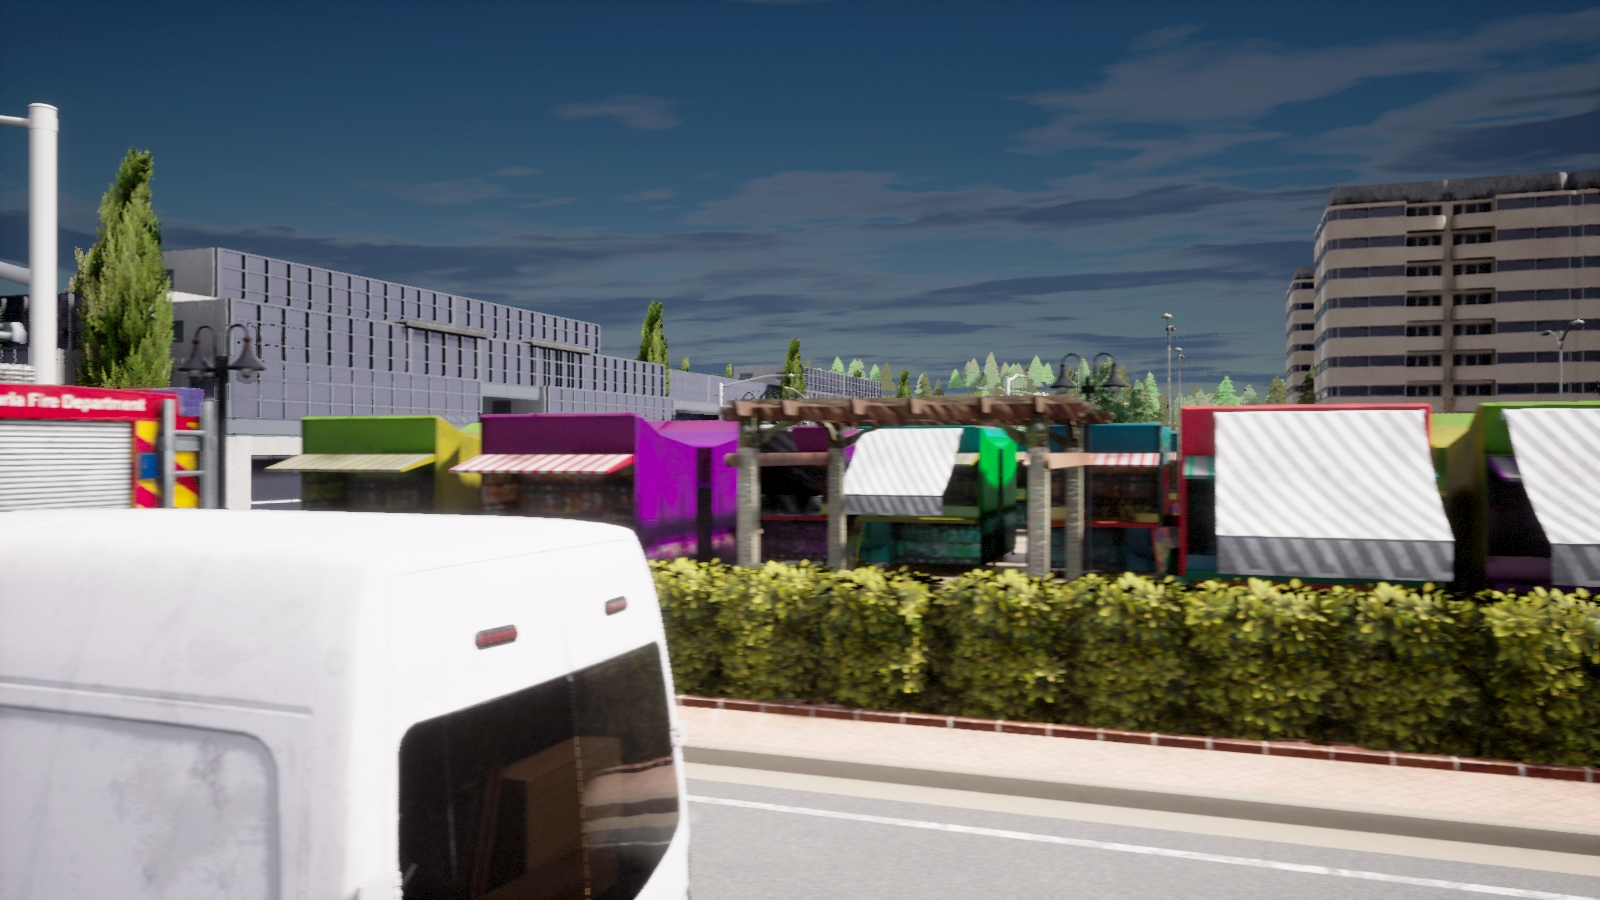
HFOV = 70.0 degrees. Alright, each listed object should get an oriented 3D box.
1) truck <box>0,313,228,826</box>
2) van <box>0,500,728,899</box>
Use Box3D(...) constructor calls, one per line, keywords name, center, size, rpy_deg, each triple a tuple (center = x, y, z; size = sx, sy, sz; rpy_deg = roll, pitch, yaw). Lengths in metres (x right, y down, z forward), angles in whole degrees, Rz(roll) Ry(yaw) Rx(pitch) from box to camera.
Box3D(name="truck", center=(-9.720, 0.890, 10.565), size=(8.468, 3.827, 2.891), rpy_deg=(0, 0, 20))
Box3D(name="van", center=(-3.402, 1.534, 4.536), size=(5.915, 2.561, 1.988), rpy_deg=(0, 0, 20))
